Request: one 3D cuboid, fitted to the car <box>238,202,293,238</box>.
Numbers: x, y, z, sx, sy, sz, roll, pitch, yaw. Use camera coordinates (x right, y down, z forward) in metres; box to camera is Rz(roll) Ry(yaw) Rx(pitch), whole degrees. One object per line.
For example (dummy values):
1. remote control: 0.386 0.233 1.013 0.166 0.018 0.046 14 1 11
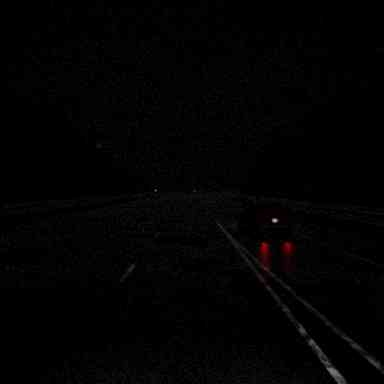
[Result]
1. car: 3.637 1.327 17.047 2.033 1.649 4.856 0 0 -1
